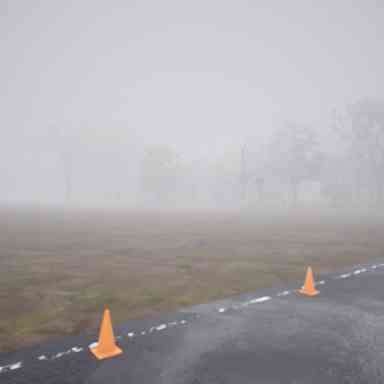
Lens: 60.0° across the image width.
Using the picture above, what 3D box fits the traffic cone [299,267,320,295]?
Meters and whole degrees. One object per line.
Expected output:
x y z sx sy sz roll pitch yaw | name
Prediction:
2.723 2.029 7.705 0.340 0.580 0.340 1 0 -38 | traffic cone

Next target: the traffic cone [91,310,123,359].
-1.209 1.975 4.731 0.340 0.580 0.340 1 0 -36 | traffic cone
